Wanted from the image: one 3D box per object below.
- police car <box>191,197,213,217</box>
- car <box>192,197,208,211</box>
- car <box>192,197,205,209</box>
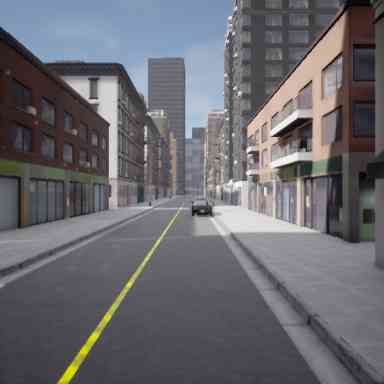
[{"bbox_3d":[0.900,1.431,31.384,1.930,1.638,5.238,0,0,0],"label":"police car"},{"bbox_3d":[0.900,1.490,41.274,1.882,1.535,5.008,0,0,0],"label":"car"},{"bbox_3d":[0.900,1.480,47.464,1.801,1.575,5.366,0,0,0],"label":"car"}]
